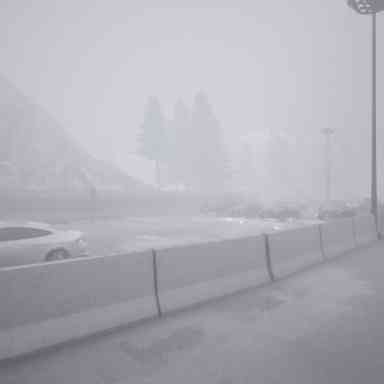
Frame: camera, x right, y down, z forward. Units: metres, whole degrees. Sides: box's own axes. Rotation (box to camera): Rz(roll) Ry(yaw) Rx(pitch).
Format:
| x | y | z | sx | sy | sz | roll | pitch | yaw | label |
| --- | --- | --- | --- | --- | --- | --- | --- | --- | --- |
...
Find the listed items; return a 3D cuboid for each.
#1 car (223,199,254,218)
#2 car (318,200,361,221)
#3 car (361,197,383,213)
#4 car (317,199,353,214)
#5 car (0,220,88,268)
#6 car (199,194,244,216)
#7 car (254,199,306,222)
| x | y | z | sx | sy | sz | roll | pitch | yaw | label |
| --- | --- | --- | --- | --- | --- | --- | --- | --- | --- |
| 5.050 | 1.563 | 29.760 | 1.994 | 1.385 | 4.181 | 0 | 0 | 42 | car |
| 11.737 | 1.524 | 26.726 | 1.812 | 1.442 | 4.674 | 0 | 0 | 42 | car |
| 18.520 | 1.351 | 34.426 | 2.097 | 1.767 | 4.553 | 0 | 0 | 42 | car |
| 15.789 | 1.545 | 36.621 | 2.033 | 1.411 | 5.357 | 0 | 0 | 42 | car |
| -5.205 | 1.525 | 8.968 | 4.674 | 1.442 | 1.812 | 0 | 0 | -39 | car |
| 3.121 | 1.223 | 32.847 | 2.150 | 2.045 | 5.566 | 0 | 0 | 42 | car |
| 7.210 | 1.524 | 26.931 | 1.812 | 1.442 | 4.674 | 0 | 0 | 42 | car |
